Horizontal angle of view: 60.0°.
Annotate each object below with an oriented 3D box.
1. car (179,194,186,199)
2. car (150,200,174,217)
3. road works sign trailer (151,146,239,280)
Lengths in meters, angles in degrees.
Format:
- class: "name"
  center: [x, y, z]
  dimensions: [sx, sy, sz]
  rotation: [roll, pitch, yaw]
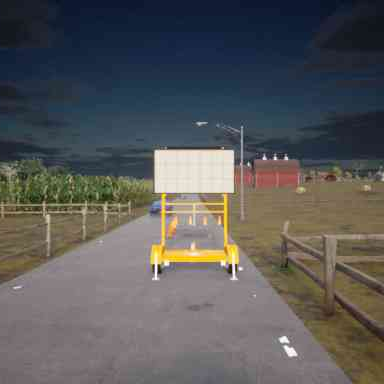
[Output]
- class: "car"
  center: [-2.488, 1.108, 89.289]
  dimensions: [2.128, 1.511, 4.902]
  rotation: [0, 1, 0]
- class: "car"
  center: [-2.757, 1.457, 30.881]
  dimensions: [1.882, 1.535, 5.008]
  rotation: [0, 0, 0]
- class: "road works sign trailer"
  center: [0.068, 0.458, 9.893]
  dimensions: [2.380, 3.560, 2.880]
  rotation: [0, 0, 0]
